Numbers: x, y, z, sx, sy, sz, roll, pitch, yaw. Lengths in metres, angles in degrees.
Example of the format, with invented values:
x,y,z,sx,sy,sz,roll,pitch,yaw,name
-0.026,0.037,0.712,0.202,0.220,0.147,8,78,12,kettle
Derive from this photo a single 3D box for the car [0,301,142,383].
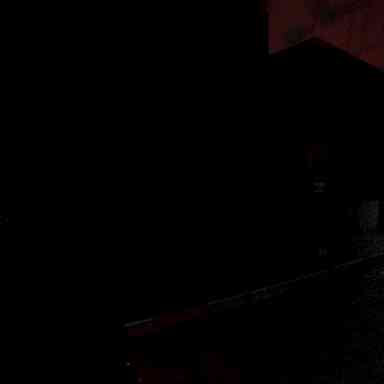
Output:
x,y,z,sx,sy,sz,roll,pitch,yaw,name
-2.605,1.494,1.603,4.902,1.511,2.128,0,0,-36,car
